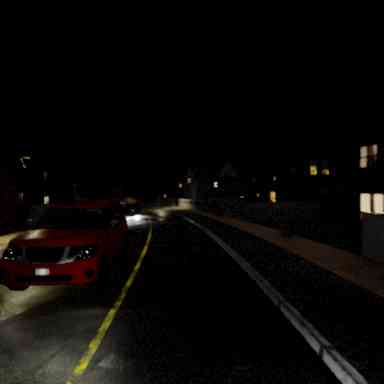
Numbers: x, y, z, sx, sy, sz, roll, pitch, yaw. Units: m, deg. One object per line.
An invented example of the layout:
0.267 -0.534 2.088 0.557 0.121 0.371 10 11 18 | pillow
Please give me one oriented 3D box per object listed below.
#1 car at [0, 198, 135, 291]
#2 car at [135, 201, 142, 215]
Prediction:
-3.185 1.292 9.601 2.150 2.045 5.566 0 0 -2 | car
-6.977 1.835 39.015 2.128 1.511 4.902 0 -1 -11 | car
